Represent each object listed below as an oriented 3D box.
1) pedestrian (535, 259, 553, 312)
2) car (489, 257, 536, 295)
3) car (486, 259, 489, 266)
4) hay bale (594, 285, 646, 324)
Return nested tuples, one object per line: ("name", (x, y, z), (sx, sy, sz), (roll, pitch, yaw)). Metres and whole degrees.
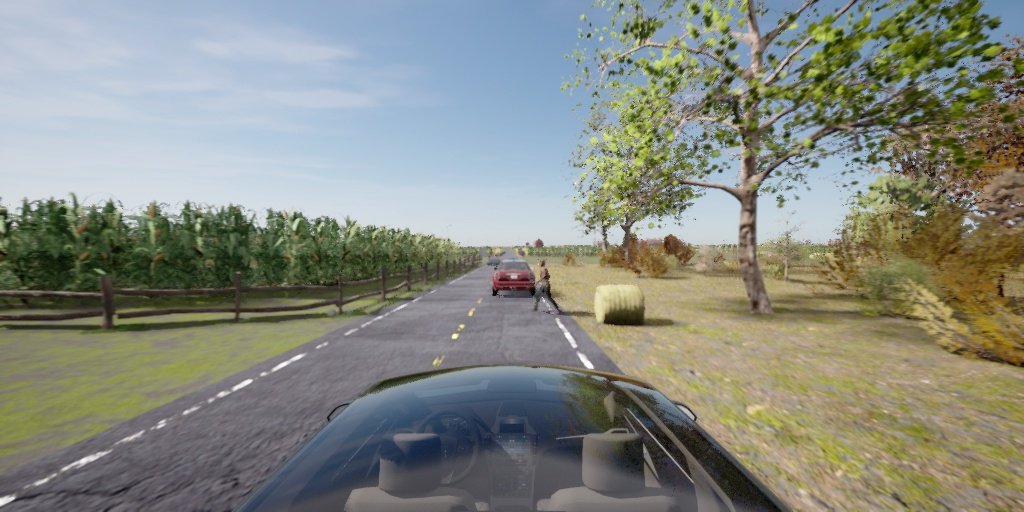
("pedestrian", (1.050, 0.971, 11.637), (0.375, 1.860, 0.375), (0, 1, 0))
("car", (0.091, 0.973, 18.657), (2.097, 1.767, 4.553), (0, 0, 0))
("car", (-2.834, 0.864, 55.638), (1.994, 1.385, 4.181), (0, 1, 0))
("hay bale", (3.119, 1.340, 10.530), (1.220, 1.180, 1.240), (0, 0, 0))
